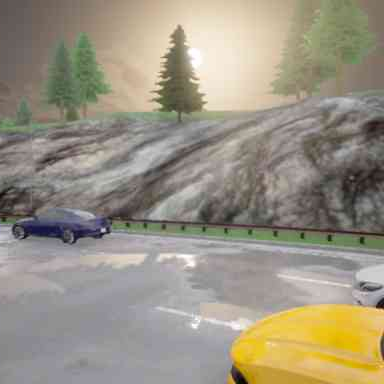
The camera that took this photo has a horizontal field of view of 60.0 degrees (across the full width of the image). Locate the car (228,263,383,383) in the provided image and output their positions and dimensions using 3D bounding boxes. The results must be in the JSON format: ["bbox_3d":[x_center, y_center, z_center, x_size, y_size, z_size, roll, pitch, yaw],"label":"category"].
[{"bbox_3d":[2.586,1.461,1.998,5.008,1.535,1.882,1,0,36],"label":"car"}]

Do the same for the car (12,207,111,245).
[{"bbox_3d":[-5.773,1.401,14.723,4.674,1.442,1.812,0,0,24],"label":"car"}]

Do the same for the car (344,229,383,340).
[{"bbox_3d":[4.833,1.490,4.638,4.674,1.442,1.812,0,0,36],"label":"car"}]
